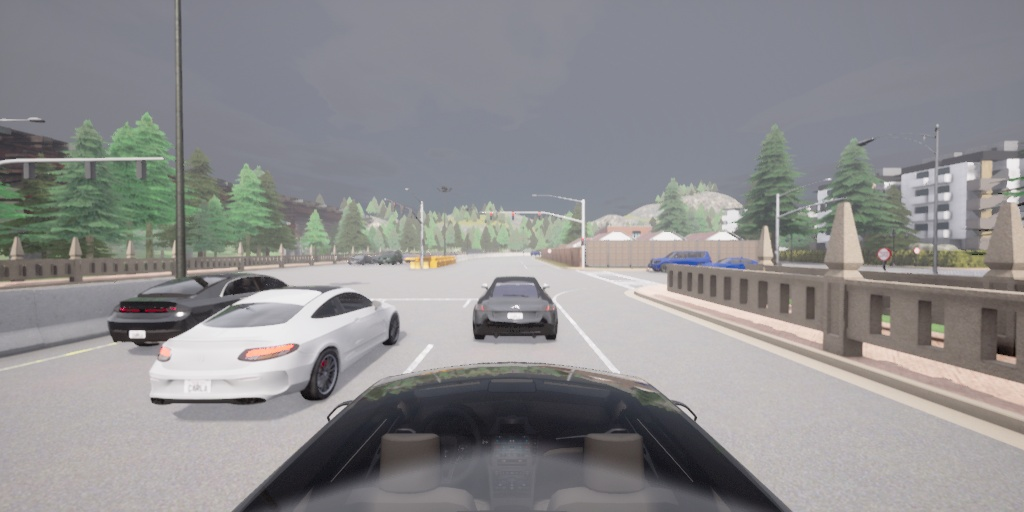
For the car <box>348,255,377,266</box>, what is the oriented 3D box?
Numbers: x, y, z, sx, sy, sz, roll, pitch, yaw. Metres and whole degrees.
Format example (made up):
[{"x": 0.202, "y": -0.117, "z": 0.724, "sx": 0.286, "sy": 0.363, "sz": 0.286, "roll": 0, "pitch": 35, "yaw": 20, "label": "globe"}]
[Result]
[{"x": -21.125, "y": 0.615, "z": 50.150, "sx": 1.812, "sy": 1.442, "sz": 4.674, "roll": 0, "pitch": 1, "yaw": 2, "label": "car"}]

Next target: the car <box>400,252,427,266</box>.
[{"x": -14.106, "y": 0.545, "z": 51.678, "sx": 1.882, "sy": 1.535, "sz": 5.008, "roll": 0, "pitch": 1, "yaw": 0, "label": "car"}]

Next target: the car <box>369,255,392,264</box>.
[{"x": -20.977, "y": 0.552, "z": 57.363, "sx": 1.994, "sy": 1.385, "sz": 4.181, "roll": 0, "pitch": 1, "yaw": 2, "label": "car"}]

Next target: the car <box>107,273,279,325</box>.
[{"x": -6.927, "y": 1.173, "z": 9.061, "sx": 1.837, "sy": 1.490, "sz": 4.892, "roll": 0, "pitch": 1, "yaw": 0, "label": "car"}]

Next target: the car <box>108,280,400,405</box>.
[{"x": -3.437, "y": 1.231, "z": 6.222, "sx": 1.812, "sy": 1.442, "sz": 4.674, "roll": 0, "pitch": 1, "yaw": 0, "label": "car"}]

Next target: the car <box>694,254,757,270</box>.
[{"x": 18.442, "y": 0.852, "z": 30.073, "sx": 5.008, "sy": 1.535, "sz": 1.882, "roll": 0, "pitch": 1, "yaw": 2, "label": "car"}]

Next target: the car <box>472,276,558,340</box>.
[{"x": 0.092, "y": 1.227, "z": 9.690, "sx": 1.994, "sy": 1.385, "sz": 4.181, "roll": 0, "pitch": 1, "yaw": 1, "label": "car"}]

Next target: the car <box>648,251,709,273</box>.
[{"x": 15.785, "y": 0.545, "z": 33.665, "sx": 5.566, "sy": 2.045, "sz": 2.150, "roll": 0, "pitch": 1, "yaw": 2, "label": "car"}]

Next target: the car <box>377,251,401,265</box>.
[{"x": -17.608, "y": 0.278, "z": 52.255, "sx": 2.150, "sy": 2.045, "sz": 5.566, "roll": 0, "pitch": 1, "yaw": 0, "label": "car"}]
